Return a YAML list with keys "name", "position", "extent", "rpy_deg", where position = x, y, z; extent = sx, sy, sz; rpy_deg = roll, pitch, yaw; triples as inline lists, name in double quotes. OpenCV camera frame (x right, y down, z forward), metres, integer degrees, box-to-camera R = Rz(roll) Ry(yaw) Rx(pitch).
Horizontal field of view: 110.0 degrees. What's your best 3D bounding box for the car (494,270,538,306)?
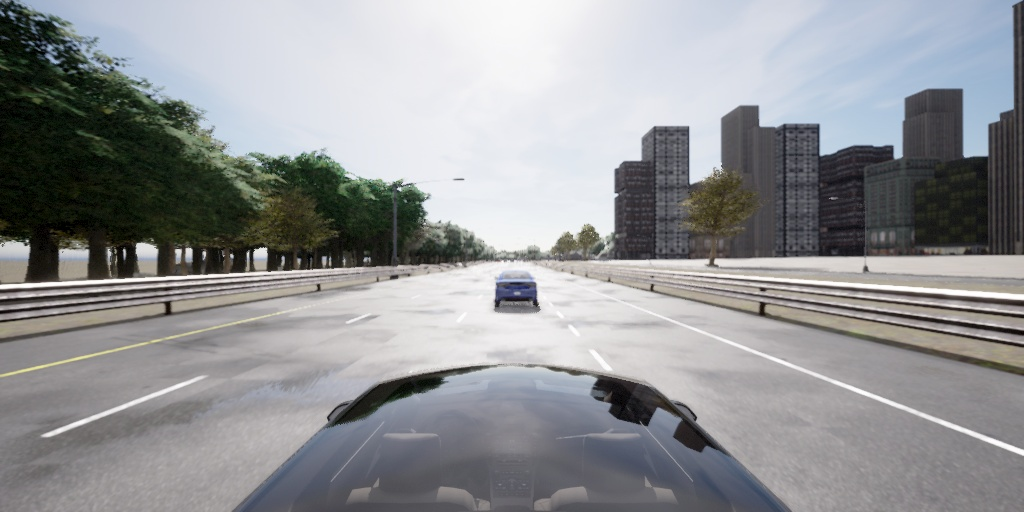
- name: "car"
  position: [0.152, 1.414, 17.250]
  extent: [1.882, 1.535, 5.008]
  rpy_deg: [0, 0, -1]
